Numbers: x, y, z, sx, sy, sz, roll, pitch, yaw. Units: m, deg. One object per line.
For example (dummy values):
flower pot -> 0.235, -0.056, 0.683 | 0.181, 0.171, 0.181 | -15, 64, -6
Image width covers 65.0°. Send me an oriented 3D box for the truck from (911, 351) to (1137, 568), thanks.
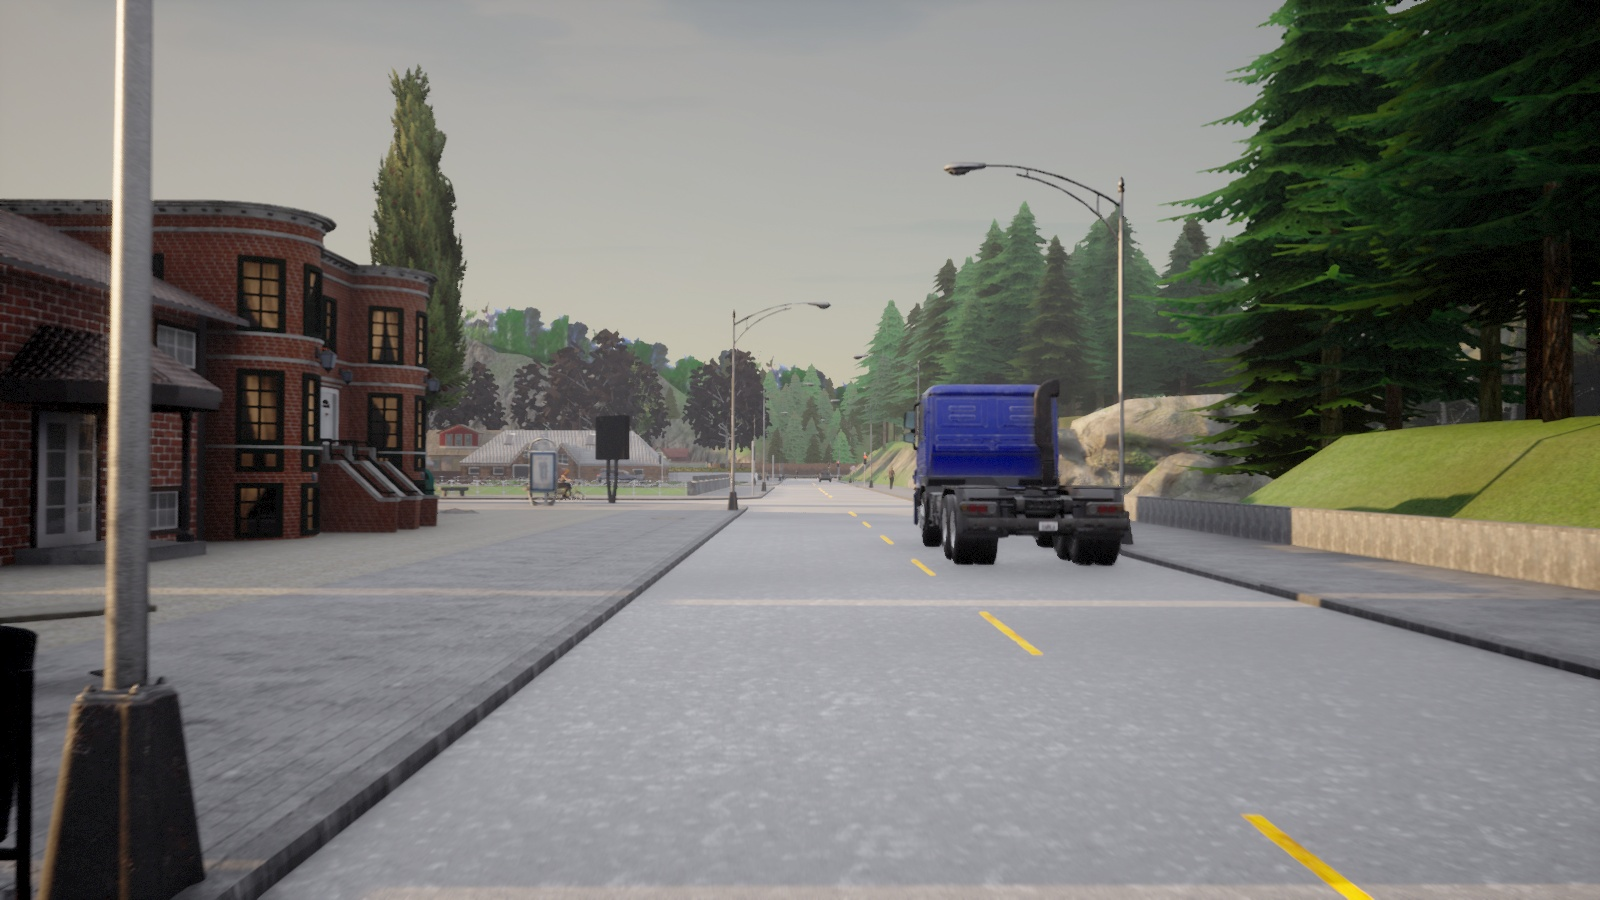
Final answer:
truck -> 3.941, 0.220, 24.106 | 2.891, 3.462, 7.936 | 0, -1, 0
